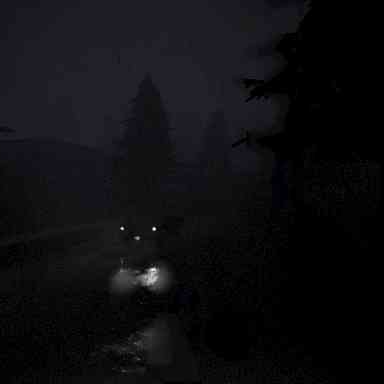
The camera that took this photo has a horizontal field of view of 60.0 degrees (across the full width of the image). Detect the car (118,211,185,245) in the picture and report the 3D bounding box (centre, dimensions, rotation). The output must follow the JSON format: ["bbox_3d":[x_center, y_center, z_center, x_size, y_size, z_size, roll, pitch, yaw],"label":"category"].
[{"bbox_3d":[-1.804,1.644,16.194,1.895,1.301,4.718,0,0,13],"label":"car"}]

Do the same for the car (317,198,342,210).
[{"bbox_3d":[18.363,1.611,44.535,4.902,1.511,2.128,0,0,-44],"label":"car"}]

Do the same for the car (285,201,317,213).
[{"bbox_3d":[12.051,1.664,37.389,1.994,1.385,4.181,0,0,38],"label":"car"}]
